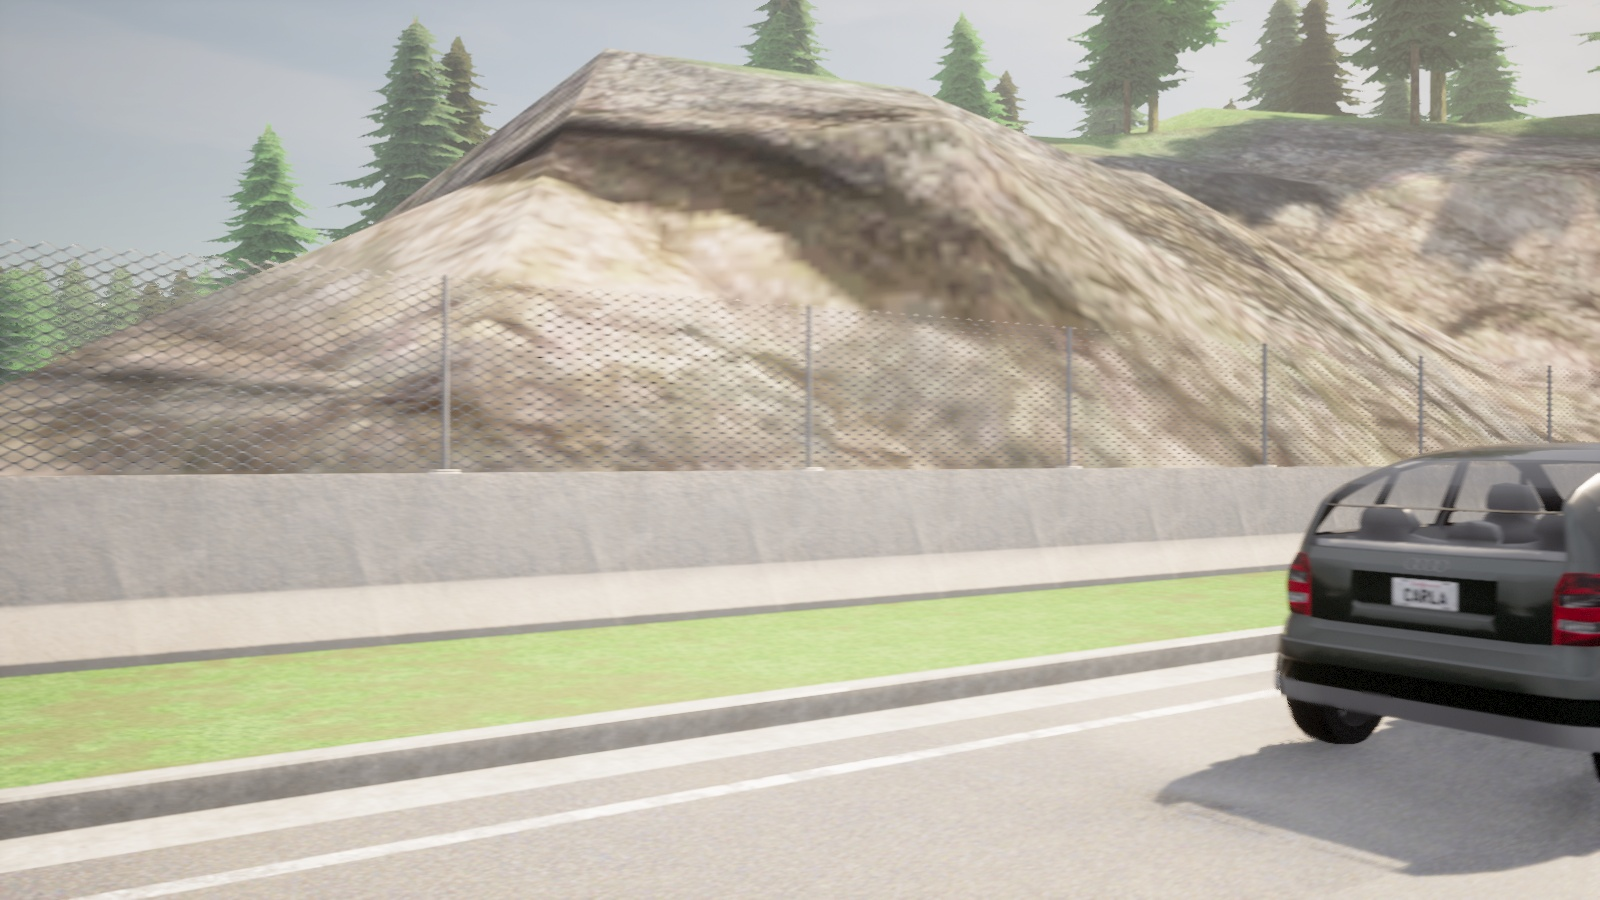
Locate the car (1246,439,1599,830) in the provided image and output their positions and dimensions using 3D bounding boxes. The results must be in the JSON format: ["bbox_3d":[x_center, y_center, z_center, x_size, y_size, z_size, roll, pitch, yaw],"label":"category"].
[{"bbox_3d":[4.276,0.730,6.635,3.705,1.549,1.789,0,0,-35],"label":"car"}]
